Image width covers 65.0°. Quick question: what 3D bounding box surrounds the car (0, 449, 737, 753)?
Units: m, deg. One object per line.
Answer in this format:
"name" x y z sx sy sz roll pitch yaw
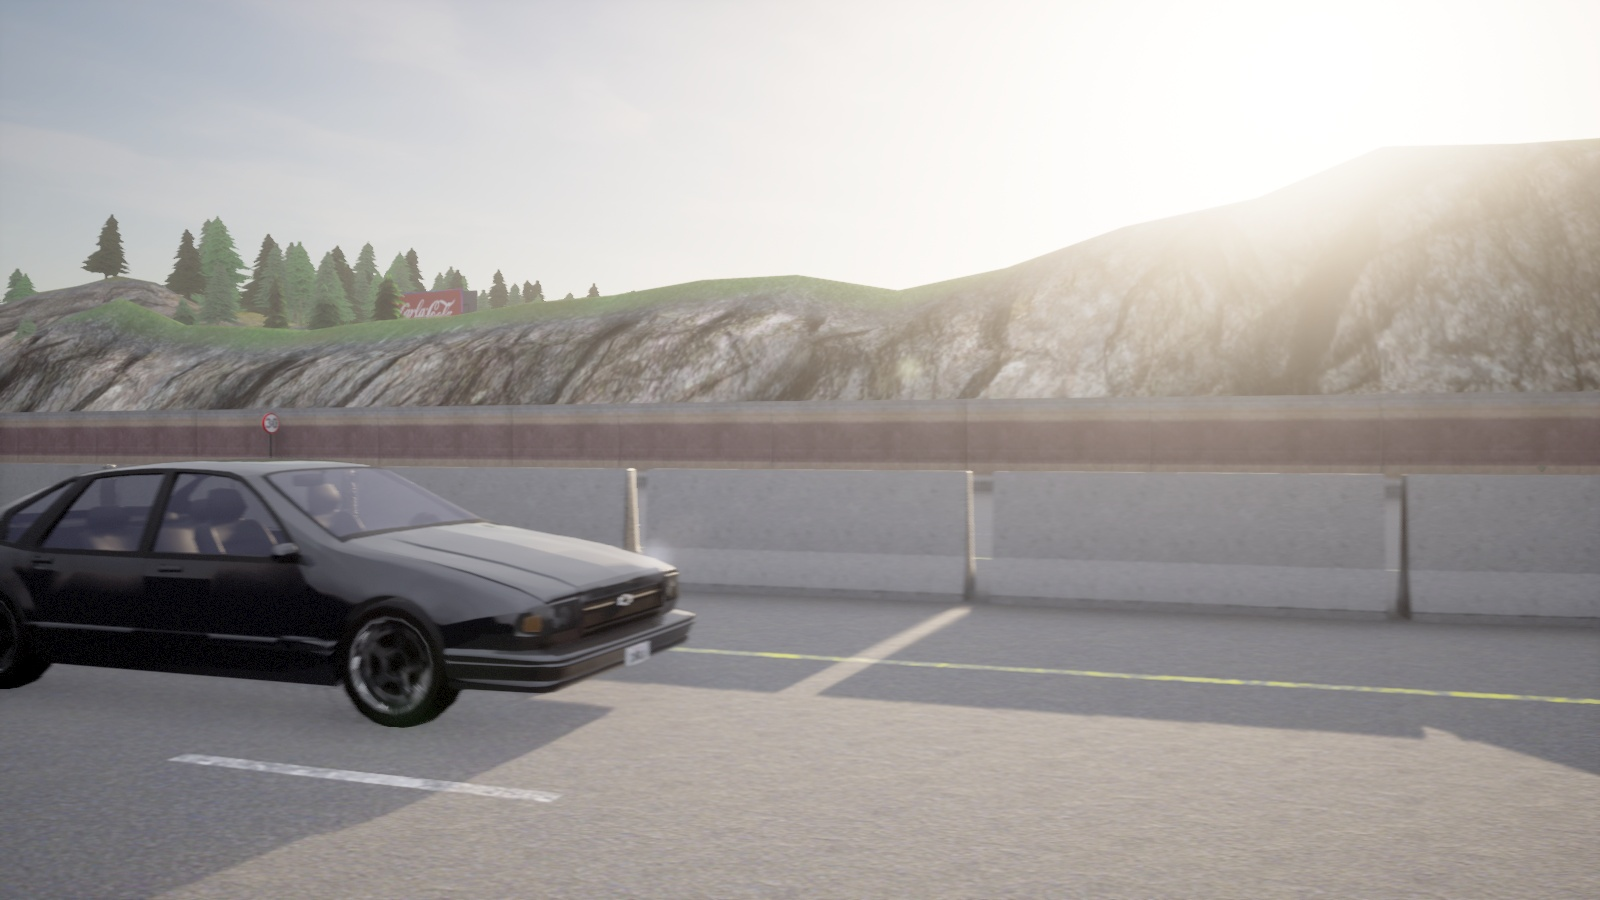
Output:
"car" -3.269 0.736 7.987 5.357 1.411 2.033 1 1 20
